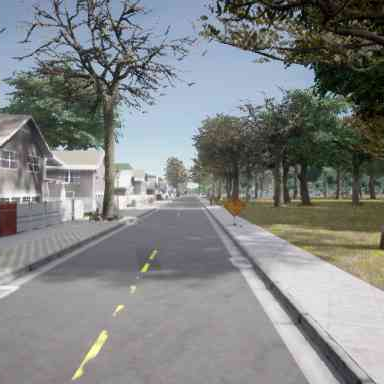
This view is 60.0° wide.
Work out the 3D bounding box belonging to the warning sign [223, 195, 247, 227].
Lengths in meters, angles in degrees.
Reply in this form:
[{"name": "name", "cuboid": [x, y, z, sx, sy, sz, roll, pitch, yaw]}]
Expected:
[{"name": "warning sign", "cuboid": [2.522, 1.114, 19.726, 1.300, 1.860, 1.060, 0, 0, 0]}]
